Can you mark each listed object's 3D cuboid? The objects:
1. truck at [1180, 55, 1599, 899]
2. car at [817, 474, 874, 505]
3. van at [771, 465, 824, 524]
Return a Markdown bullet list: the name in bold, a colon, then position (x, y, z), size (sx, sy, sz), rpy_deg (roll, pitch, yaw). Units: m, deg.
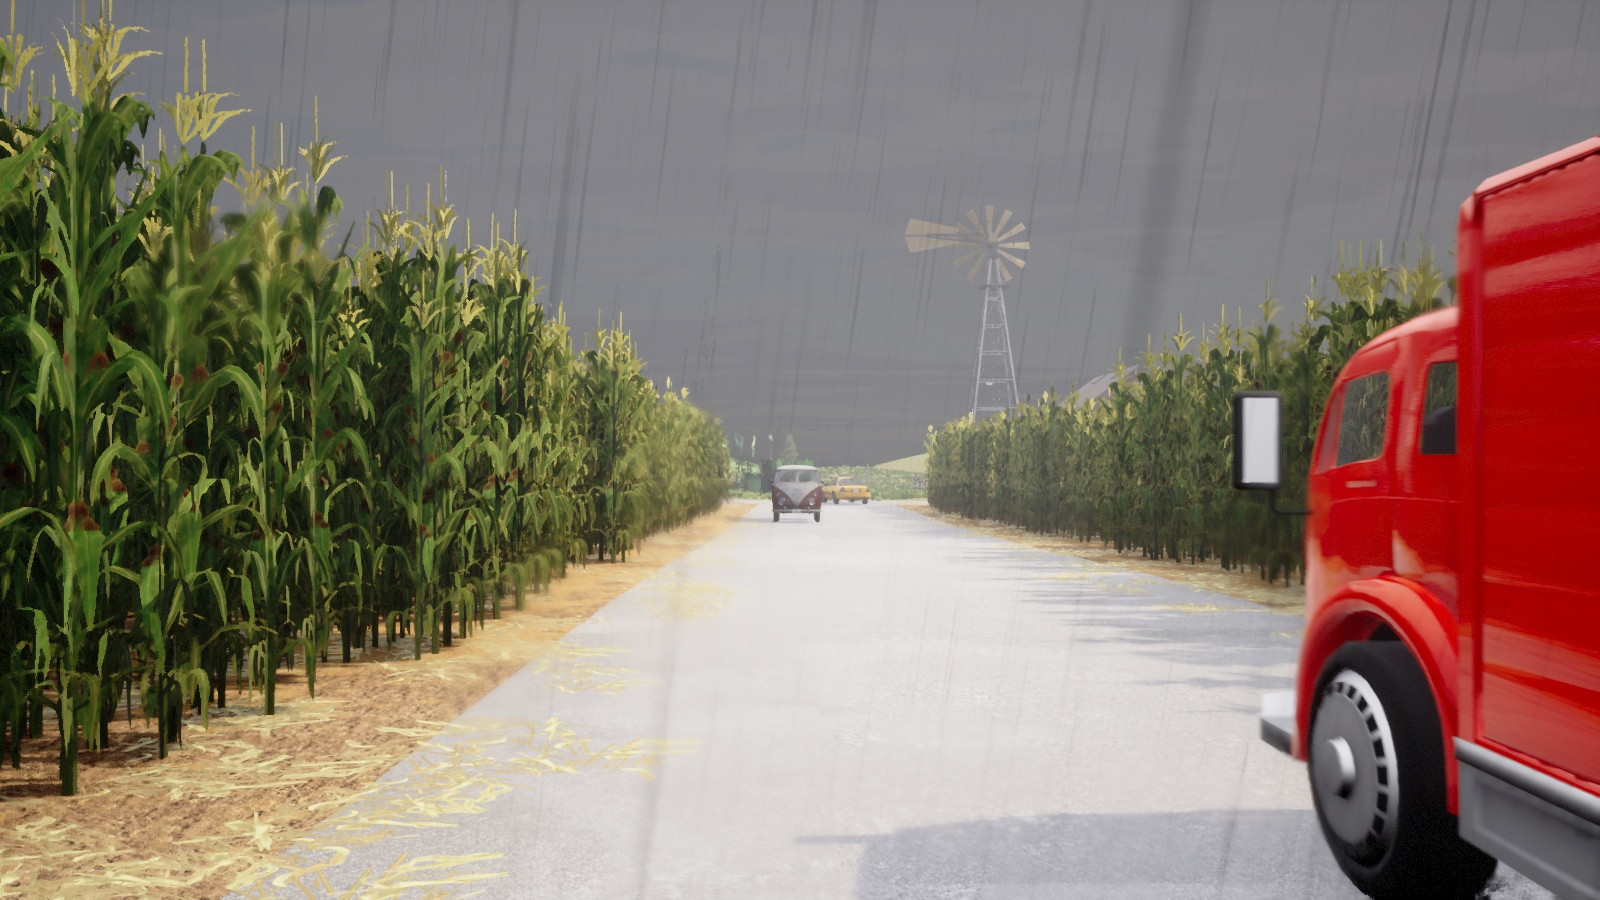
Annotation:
- **truck**: position (3.091, 0.357, 3.224), size (2.627, 2.467, 5.204), rpy_deg (0, -1, 0)
- **car**: position (2.421, 2.090, 68.147), size (1.801, 1.575, 5.366), rpy_deg (0, -1, -12)
- **van**: position (-0.099, 1.531, 44.518), size (1.775, 1.987, 4.442), rpy_deg (0, -1, 0)
